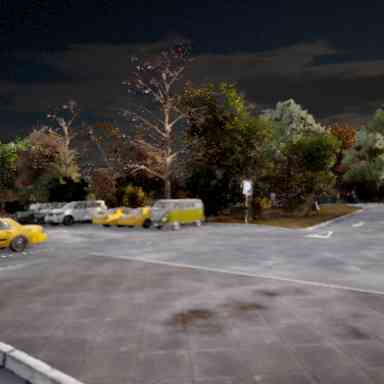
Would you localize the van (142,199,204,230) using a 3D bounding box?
[{"bbox_3d":[-1.035,1.502,23.037,1.878,1.987,4.442,-2,-1,35],"label":"van"}]

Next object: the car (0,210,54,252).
[{"bbox_3d":[-8.692,1.753,13.344,1.946,1.575,5.366,-2,-1,35],"label":"car"}]

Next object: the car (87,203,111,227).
[{"bbox_3d":[-5.303,1.887,26.434,1.946,1.575,5.366,-2,-1,35],"label":"car"}]

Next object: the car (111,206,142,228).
[{"bbox_3d":[-3.133,1.804,24.895,1.946,1.575,5.366,-2,-1,35],"label":"car"}]

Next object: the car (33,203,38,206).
[{"bbox_3d":[-14.562,2.060,32.705,2.435,2.045,5.566,-3,-2,35],"label":"car"}]

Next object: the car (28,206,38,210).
[{"bbox_3d":[-12.358,2.202,31.185,2.231,1.521,4.892,-3,-2,35],"label":"car"}]

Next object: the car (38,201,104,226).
[{"bbox_3d":[-10.095,1.838,29.568,2.435,2.045,5.566,-3,-2,35],"label":"car"}]
